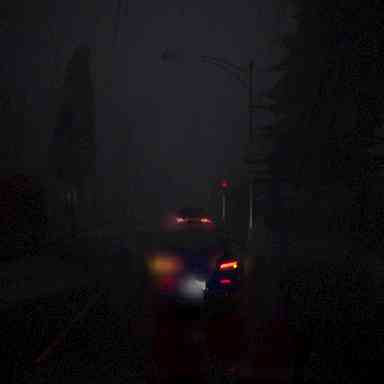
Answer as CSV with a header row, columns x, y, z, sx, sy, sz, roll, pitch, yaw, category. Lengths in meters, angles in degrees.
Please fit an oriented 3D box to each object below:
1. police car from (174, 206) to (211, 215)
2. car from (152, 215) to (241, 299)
x,y,z,sx,sy,sz,roll,pitch,yaw,category
0.017,1.504,17.619,2.038,1.542,4.974,0,0,0,police car
0.095,1.526,8.300,1.812,1.442,4.674,0,0,0,car
